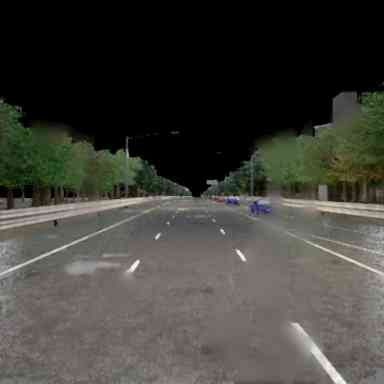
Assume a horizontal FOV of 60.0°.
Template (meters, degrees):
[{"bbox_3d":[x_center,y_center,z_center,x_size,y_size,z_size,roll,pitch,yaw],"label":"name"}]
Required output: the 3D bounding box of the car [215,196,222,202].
[{"bbox_3d":[7.139,1.734,79.588,1.812,1.442,4.674,0,-1,0],"label":"car"}]

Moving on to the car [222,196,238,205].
[{"bbox_3d":[7.055,1.552,59.828,1.882,1.535,5.008,0,0,0],"label":"car"}]

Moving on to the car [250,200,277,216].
[{"bbox_3d":[7.043,1.507,33.192,1.882,1.535,5.008,0,0,-1],"label":"car"}]
